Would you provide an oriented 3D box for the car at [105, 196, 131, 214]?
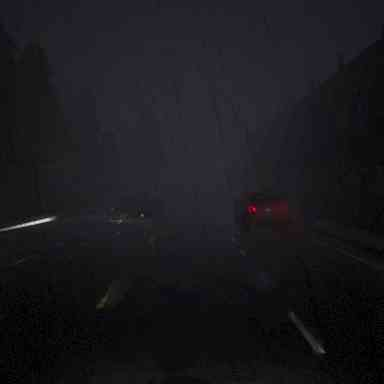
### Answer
[{"bbox_3d":[-6.014,1.091,29.600,2.128,1.511,4.902,0,1,12],"label":"car"}]

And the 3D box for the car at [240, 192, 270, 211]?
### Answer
[{"bbox_3d":[6.624,0.886,34.541,2.097,1.767,4.553,0,1,24],"label":"car"}]

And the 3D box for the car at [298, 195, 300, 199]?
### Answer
[{"bbox_3d":[21.504,0.685,59.677,4.902,1.511,2.128,0,1,-16],"label":"car"}]

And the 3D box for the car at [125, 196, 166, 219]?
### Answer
[{"bbox_3d":[-3.234,1.199,25.694,2.033,1.411,5.357,0,1,5],"label":"car"}]

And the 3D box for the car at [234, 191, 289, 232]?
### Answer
[{"bbox_3d":[3.632,0.971,18.160,2.150,2.045,5.566,0,0,0],"label":"car"}]
